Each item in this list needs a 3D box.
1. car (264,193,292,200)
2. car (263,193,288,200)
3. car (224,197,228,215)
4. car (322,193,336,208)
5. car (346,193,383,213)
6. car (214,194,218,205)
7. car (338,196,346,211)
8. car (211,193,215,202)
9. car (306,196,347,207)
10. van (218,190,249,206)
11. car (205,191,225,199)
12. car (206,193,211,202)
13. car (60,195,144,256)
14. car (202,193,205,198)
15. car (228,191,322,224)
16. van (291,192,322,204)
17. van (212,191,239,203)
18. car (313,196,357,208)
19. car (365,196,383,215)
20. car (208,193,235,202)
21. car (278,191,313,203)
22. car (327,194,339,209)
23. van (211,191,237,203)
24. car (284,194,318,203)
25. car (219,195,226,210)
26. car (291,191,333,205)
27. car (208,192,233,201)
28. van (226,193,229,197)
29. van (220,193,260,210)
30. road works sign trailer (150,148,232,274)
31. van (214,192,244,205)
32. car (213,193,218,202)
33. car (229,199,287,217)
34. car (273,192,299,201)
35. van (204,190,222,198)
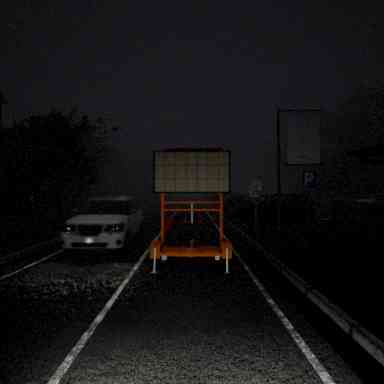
[{"bbox_3d":[18.383,0.938,71.373,5.366,1.575,1.946,0,1,0],"label":"car"},{"bbox_3d":[18.563,0.907,74.150,4.892,1.521,2.231,0,1,0],"label":"car"},{"bbox_3d":[5.480,1.375,26.065,5.366,1.575,1.946,0,0,0],"label":"car"},{"bbox_3d":[18.872,1.294,40.840,5.366,1.575,1.946,0,0,0],"label":"car"},{"bbox_3d":[18.691,1.095,32.509,5.566,2.045,2.435,0,0,0],"label":"car"},{"bbox_3d":[5.629,1.312,42.887,4.792,1.488,2.163,0,0,0],"label":"car"},{"bbox_3d":[18.703,1.334,35.284,4.892,1.521,2.231,0,0,0],"label":"car"},{"bbox_3d":[5.584,1.229,48.497,4.892,1.521,2.231,0,1,0],"label":"car"},{"bbox_3d":[18.694,1.280,46.395,4.792,1.488,2.163,0,1,0],"label":"car"},{"bbox_3d":[5.505,1.095,37.280,4.442,1.987,1.878,0,0,0],"label":"van"},{"bbox_3d":[5.426,0.712,79.332,4.553,1.767,2.185,0,1,0],"label":"car"},{"bbox_3d":[5.528,0.911,54.102,5.566,2.045,2.435,0,1,0],"label":"car"},{"bbox_3d":[-3.284,1.178,13.349,2.150,2.045,5.566,0,0,0],"label":"car"},{"bbox_3d":[5.461,0.695,70.921,5.566,2.045,2.435,0,1,0],"label":"car"},{"bbox_3d":[5.648,1.140,23.260,5.566,2.045,2.435,0,0,0],"label":"car"},{"bbox_3d":[18.750,0.930,54.719,4.442,1.987,1.878,0,1,0],"label":"van"},{"bbox_3d":[5.661,0.900,56.907,4.442,1.987,1.878,0,1,0],"label":"van"},{"bbox_3d":[18.647,1.308,43.611,4.792,1.488,2.163,0,1,0],"label":"car"},{"bbox_3d":[18.736,1.360,29.734,5.008,1.535,2.097,0,0,0],"label":"car"},{"bbox_3d":[5.516,1.055,62.516,4.892,1.521,2.231,0,1,0],"label":"car"},{"bbox_3d":[18.640,0.833,60.269,5.566,2.045,2.435,0,1,0],"label":"car"},{"bbox_3d":[18.693,1.316,38.062,5.008,1.535,2.097,0,0,0],"label":"car"},{"bbox_3d":[5.650,0.864,59.710,4.442,1.987,1.878,0,1,0],"label":"van"},{"bbox_3d":[18.808,1.117,57.497,5.366,1.575,1.946,0,1,0],"label":"car"},{"bbox_3d":[5.627,1.335,34.475,5.008,1.535,2.097,0,0,0],"label":"car"},{"bbox_3d":[18.672,0.940,51.943,5.566,2.045,2.435,0,1,0],"label":"car"},{"bbox_3d":[5.543,0.892,65.317,4.553,1.767,2.185,0,1,0],"label":"car"},{"bbox_3d":[5.760,1.124,31.671,4.442,1.987,1.878,0,0,0],"label":"van"},{"bbox_3d":[5.727,1.076,40.083,4.442,1.987,1.878,0,0,0],"label":"van"},{"bbox_3d":[0.000,0.435,10.484,2.380,3.560,2.880,0,0,1],"label":"road works sign trailer"},{"bbox_3d":[5.683,0.972,51.303,4.442,1.987,1.878,0,1,0],"label":"van"},{"bbox_3d":[5.586,1.297,45.695,4.674,1.452,2.002,0,1,0],"label":"car"},{"bbox_3d":[5.657,1.404,28.869,4.674,1.452,2.002,0,0,0],"label":"car"},{"bbox_3d":[18.620,0.887,65.823,4.553,1.767,2.185,0,1,0],"label":"car"},{"bbox_3d":[5.318,0.540,84.937,4.442,1.987,1.878,0,1,0],"label":"van"}]
